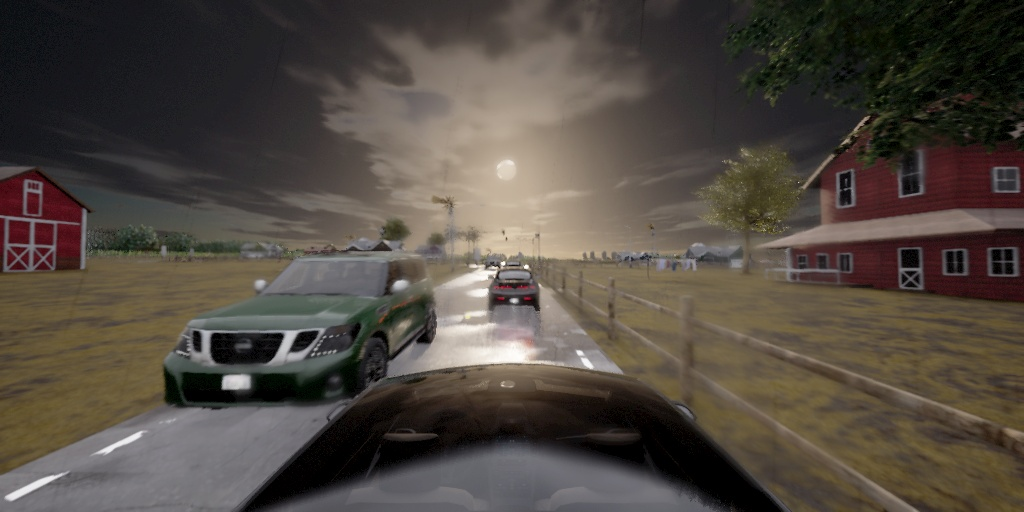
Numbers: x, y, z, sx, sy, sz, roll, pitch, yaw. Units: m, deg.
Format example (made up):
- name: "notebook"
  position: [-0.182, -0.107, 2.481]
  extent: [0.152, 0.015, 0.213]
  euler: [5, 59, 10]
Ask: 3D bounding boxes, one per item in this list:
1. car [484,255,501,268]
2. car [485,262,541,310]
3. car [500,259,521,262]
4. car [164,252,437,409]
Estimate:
- name: "car"
  position: [-2.746, 0.923, 52.021]
  extent: [2.150, 2.045, 5.566]
  euler: [0, 0, 0]
- name: "car"
  position: [0.093, 1.183, 14.148]
  extent: [1.837, 1.490, 4.892]
  euler: [0, 1, 0]
- name: "car"
  position: [0.102, 1.131, 31.933]
  extent: [1.837, 1.490, 4.892]
  euler: [0, 0, 0]
- name: "car"
  position: [-2.851, 0.939, 6.473]
  extent: [2.150, 2.045, 5.566]
  euler: [0, 0, 0]
